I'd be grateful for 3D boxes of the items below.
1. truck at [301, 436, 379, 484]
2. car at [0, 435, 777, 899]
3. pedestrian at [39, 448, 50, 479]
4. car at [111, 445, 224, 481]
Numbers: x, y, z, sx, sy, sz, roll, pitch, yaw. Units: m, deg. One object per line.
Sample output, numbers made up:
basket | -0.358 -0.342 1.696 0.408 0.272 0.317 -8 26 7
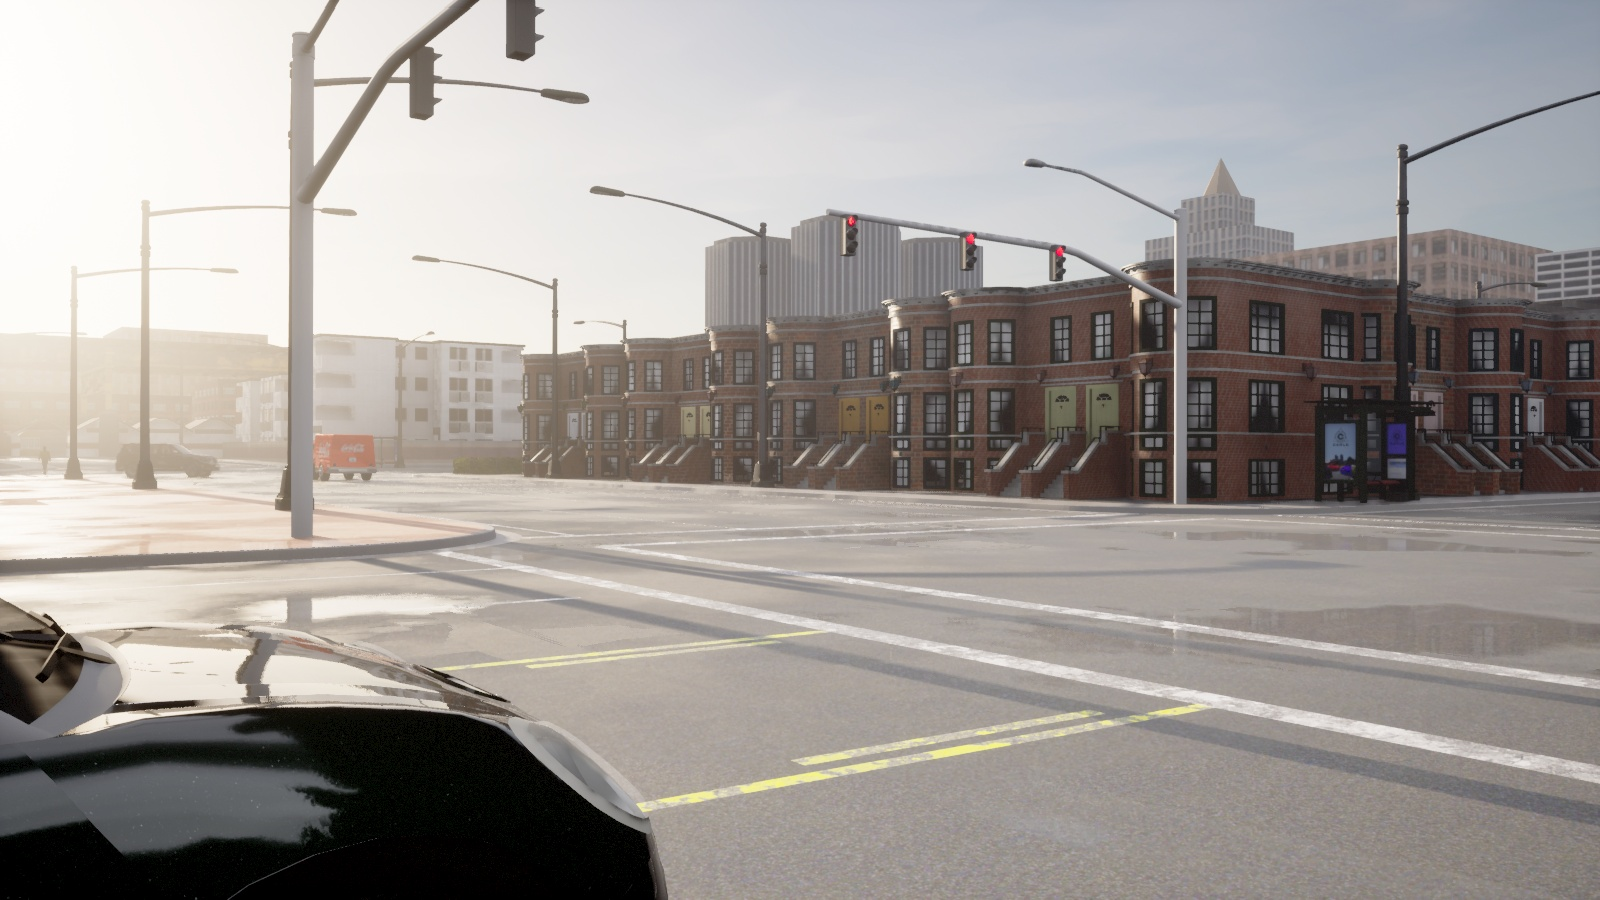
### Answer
truck | -24.392 0.481 66.491 2.627 2.467 5.204 0 0 -35
car | -2.171 0.720 2.205 3.806 1.475 1.970 0 0 -35
pedestrian | -45.981 0.814 76.460 0.431 1.840 0.709 0 0 -20
car | -37.180 0.755 73.962 5.566 2.045 2.150 0 -1 -6
